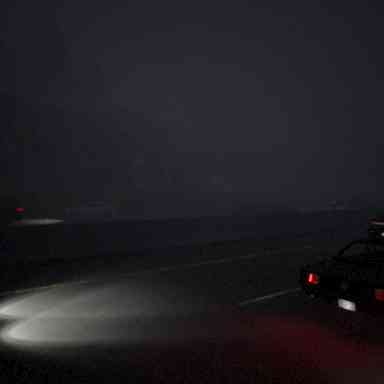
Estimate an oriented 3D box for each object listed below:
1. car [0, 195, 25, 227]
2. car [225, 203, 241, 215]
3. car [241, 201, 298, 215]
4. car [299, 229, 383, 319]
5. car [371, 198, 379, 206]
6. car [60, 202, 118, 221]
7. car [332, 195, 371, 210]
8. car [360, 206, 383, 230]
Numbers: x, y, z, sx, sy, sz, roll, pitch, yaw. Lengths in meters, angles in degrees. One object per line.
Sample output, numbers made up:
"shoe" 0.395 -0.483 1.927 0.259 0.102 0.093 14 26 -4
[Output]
"car" -13.326 1.225 20.284 5.566 2.045 2.150 0 0 -35
"car" 5.050 1.573 29.082 4.892 1.490 1.837 0 0 -35
"car" 6.325 1.591 25.693 4.674 1.442 1.812 0 0 -35
"car" 4.425 1.625 6.899 4.718 1.301 1.895 0 0 -35
"car" 28.629 1.672 54.394 4.902 1.511 2.128 0 0 -35
"car" -8.575 1.555 27.966 4.674 1.442 1.812 0 0 -35
"car" 21.310 1.365 44.946 5.566 2.045 2.150 1 0 -35
"car" 9.909 1.546 15.107 4.902 1.511 2.128 0 0 -35
